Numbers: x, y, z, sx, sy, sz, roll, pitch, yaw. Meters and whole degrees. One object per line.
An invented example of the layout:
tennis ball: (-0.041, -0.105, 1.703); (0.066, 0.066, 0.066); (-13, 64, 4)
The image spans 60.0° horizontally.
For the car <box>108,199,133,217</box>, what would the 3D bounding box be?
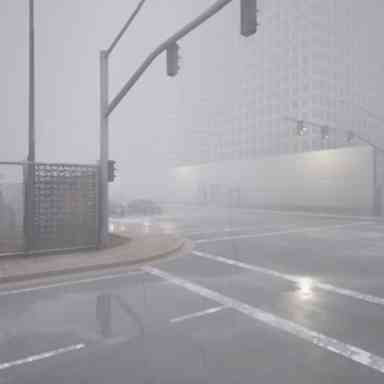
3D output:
car: (-7.537, 1.413, 29.782); (2.128, 1.511, 4.902); (0, 0, -35)

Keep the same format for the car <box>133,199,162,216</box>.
car: (-4.619, 1.419, 31.718); (1.837, 1.490, 4.892); (0, 0, -35)
